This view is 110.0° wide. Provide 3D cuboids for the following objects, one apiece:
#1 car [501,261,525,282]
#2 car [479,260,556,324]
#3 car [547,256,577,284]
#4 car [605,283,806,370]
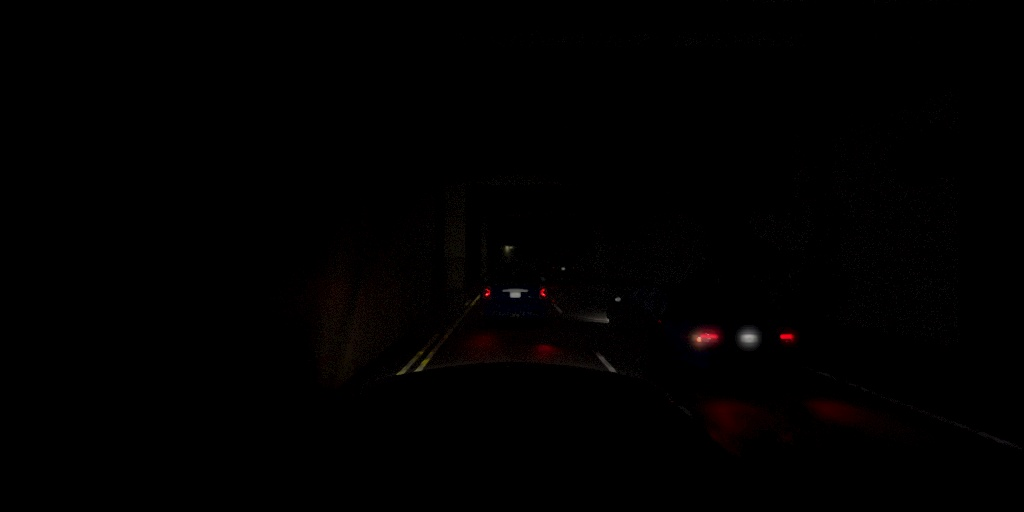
[{"bbox_3d":[0.084,1.254,30.226,1.882,1.535,5.008,0,0,0],"label":"car"},{"bbox_3d":[0.094,1.112,12.159,2.097,1.767,4.553,0,0,0],"label":"car"},{"bbox_3d":[3.585,0.996,27.740,2.150,2.045,5.566,0,0,0],"label":"car"},{"bbox_3d":[3.596,1.303,7.952,2.033,1.411,5.357,0,0,0],"label":"car"}]
